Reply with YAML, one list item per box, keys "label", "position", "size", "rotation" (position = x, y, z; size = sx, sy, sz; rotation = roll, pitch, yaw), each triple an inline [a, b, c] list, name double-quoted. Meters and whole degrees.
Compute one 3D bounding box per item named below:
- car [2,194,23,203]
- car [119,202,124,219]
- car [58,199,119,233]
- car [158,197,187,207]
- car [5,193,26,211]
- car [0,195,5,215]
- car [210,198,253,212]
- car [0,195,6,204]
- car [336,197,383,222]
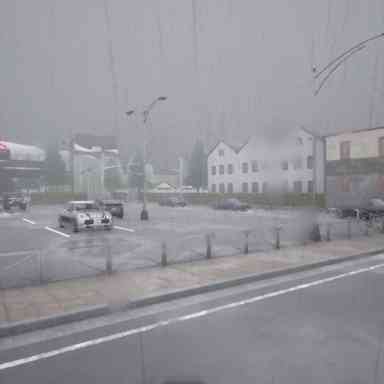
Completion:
- label: "car"
  position: [-39.319, 1.326, 72.983]
  size: [3.866, 1.878, 1.905]
  rotation: [0, 0, -36]
- label: "car"
  position: [-6.810, 1.311, 25.488]
  size: [2.007, 1.523, 4.514]
  rotation: [0, 0, -36]
- label: "car"
  position: [-5.683, 1.246, 17.625]
  size: [1.970, 1.475, 3.806]
  rotation: [0, 0, -36]
- label: "car"
  position: [-2.815, 1.366, 46.358]
  size: [2.033, 1.411, 5.357]
  rotation: [0, 0, -35]
- label: "car"
  position: [-20.193, 1.091, 37.895]
  size: [1.905, 1.878, 3.866]
  rotation: [0, 0, -36]
- label: "car"
  position: [-18.283, 1.112, 29.585]
  size: [1.932, 1.855, 4.605]
  rotation: [0, 0, -36]
- label: "car"
  position: [4.208, 1.366, 36.435]
  size: [2.033, 1.411, 5.357]
  rotation: [0, 0, -35]
- label: "car"
  position: [-39.548, 1.494, 65.854]
  size: [4.611, 1.667, 2.242]
  rotation: [0, 0, -36]
- label: "car"
  position: [12.807, 1.171, 23.855]
  size: [2.097, 1.767, 4.553]
  rotation: [0, 0, -31]
